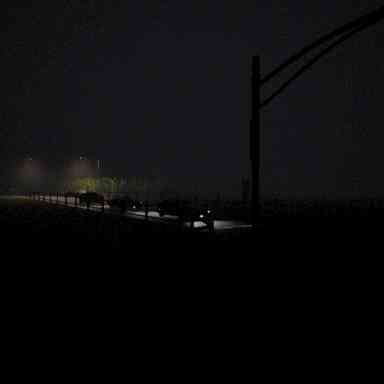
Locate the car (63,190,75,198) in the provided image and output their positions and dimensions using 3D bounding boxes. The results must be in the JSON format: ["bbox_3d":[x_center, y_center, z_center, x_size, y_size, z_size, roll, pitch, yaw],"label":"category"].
[{"bbox_3d":[-22.518,0.361,62.012,1.882,1.535,5.008,0,1,-35],"label":"car"}]

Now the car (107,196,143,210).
[{"bbox_3d":[-6.595,1.055,32.603,1.895,1.301,4.718,0,1,-35],"label":"car"}]

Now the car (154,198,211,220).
[{"bbox_3d":[-0.863,1.183,24.348,2.033,1.411,5.357,0,1,-35],"label":"car"}]

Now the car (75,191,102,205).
[{"bbox_3d":[-12.453,0.747,41.060,1.882,1.535,5.008,0,1,-35],"label":"car"}]
